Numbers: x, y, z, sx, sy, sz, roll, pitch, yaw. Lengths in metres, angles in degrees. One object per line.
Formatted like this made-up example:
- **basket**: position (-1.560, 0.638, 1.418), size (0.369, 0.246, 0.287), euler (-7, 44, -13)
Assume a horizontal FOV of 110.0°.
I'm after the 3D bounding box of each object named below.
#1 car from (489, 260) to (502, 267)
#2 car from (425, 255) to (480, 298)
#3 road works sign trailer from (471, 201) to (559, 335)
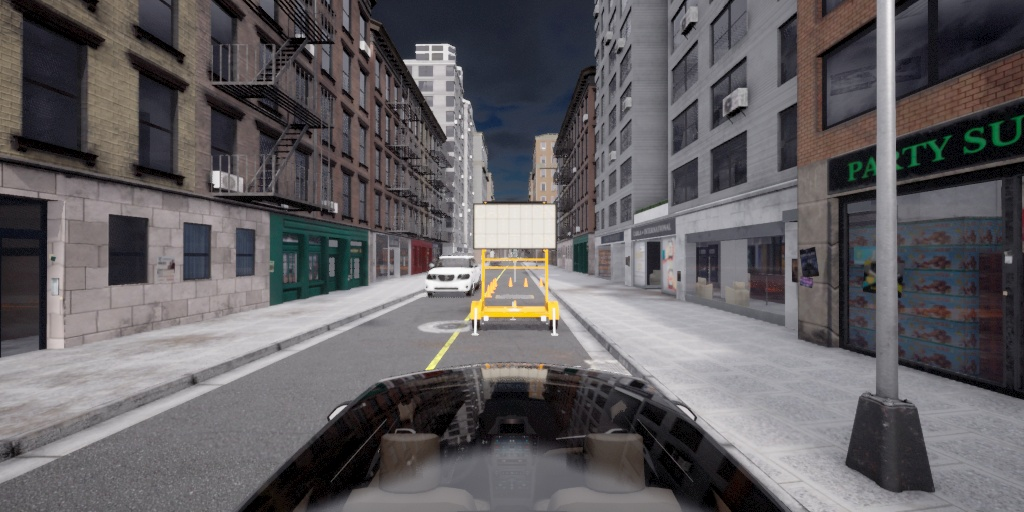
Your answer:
- **car**: position (-2.564, 1.276, 55.703), size (2.033, 1.411, 5.357), euler (0, 0, 0)
- **car**: position (-2.955, 0.970, 18.940), size (2.150, 2.045, 5.566), euler (0, 0, 0)
- **road works sign trailer**: position (0.085, 0.214, 10.442), size (2.380, 3.560, 2.880), euler (0, 0, 1)
